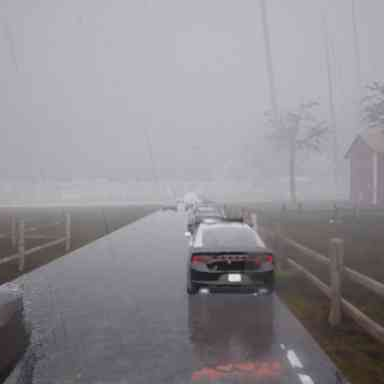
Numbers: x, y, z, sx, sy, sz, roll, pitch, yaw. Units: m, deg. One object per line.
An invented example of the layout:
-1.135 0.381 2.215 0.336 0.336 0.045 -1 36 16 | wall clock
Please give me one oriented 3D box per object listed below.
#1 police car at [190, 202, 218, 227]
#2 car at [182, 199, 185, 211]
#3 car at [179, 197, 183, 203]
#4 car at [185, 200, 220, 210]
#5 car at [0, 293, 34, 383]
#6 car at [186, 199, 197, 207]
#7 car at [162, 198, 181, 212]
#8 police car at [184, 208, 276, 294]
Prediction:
0.812 1.585 25.006 1.930 1.638 5.238 0 -1 0 | police car
-0.014 1.865 46.065 1.812 1.442 4.674 0 0 0 | car
-2.791 2.020 78.847 1.882 1.535 5.008 0 -1 0 | car
0.814 1.457 18.864 2.097 1.767 4.553 0 0 0 | car
-2.852 1.553 1.743 2.033 1.411 5.357 0 0 0 | car
-0.032 2.037 59.928 1.895 1.301 4.718 0 0 0 | car
-2.870 1.800 43.927 1.882 1.535 5.008 0 0 0 | car
0.820 1.463 8.998 1.930 1.638 5.238 0 0 0 | police car
